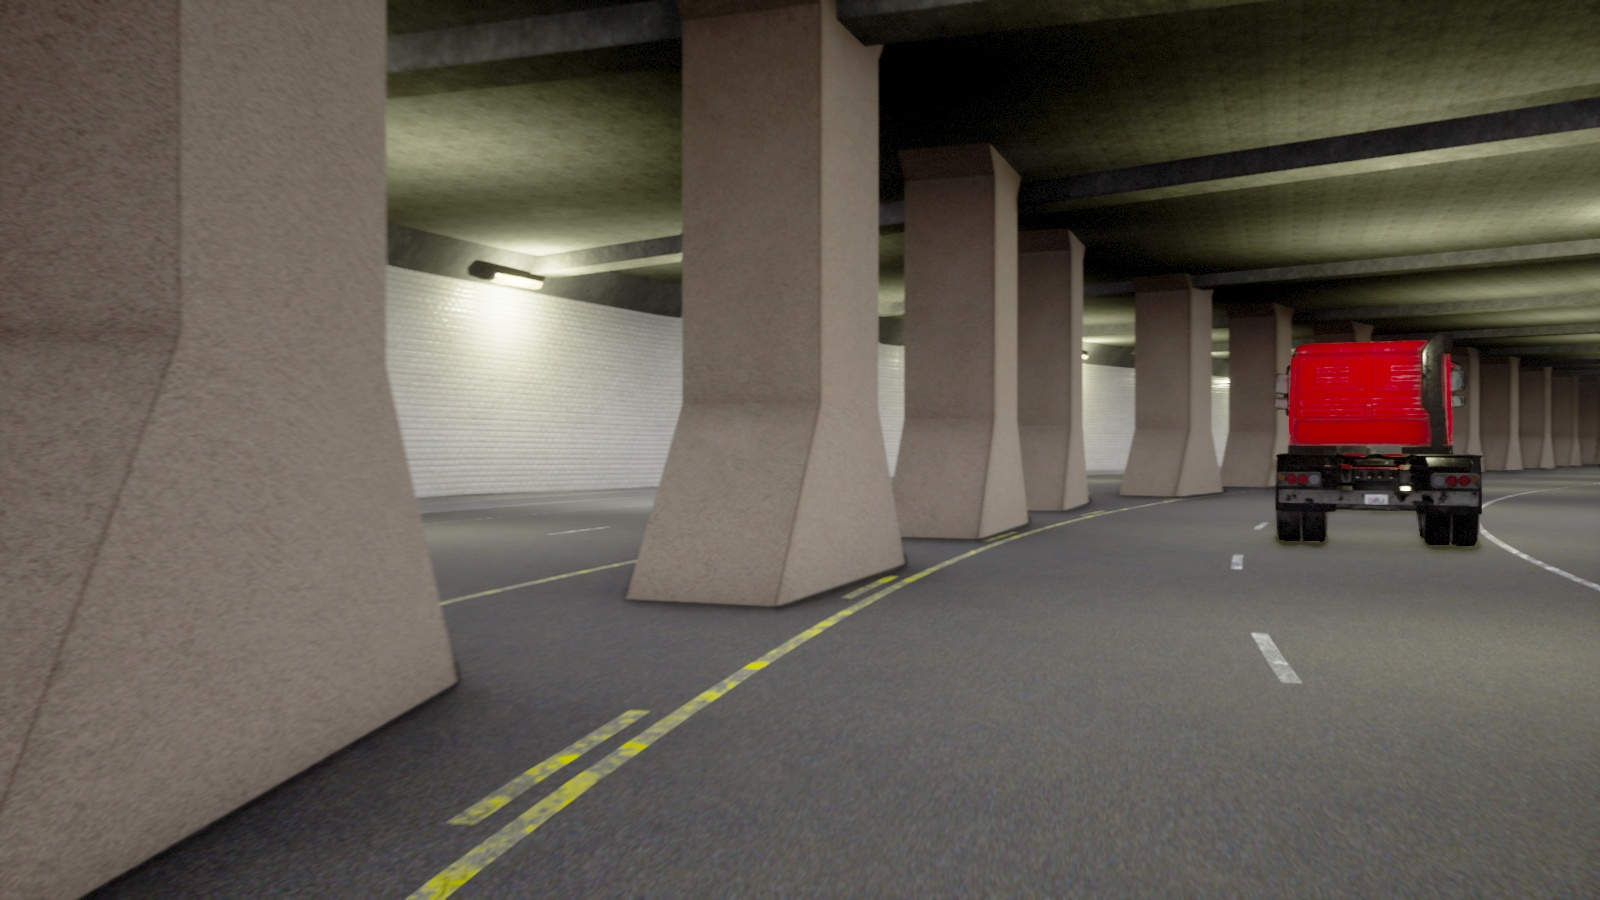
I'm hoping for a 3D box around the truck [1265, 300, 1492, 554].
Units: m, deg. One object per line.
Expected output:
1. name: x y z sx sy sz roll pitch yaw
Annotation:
1. truck: 9.688 -0.336 21.380 2.891 3.462 7.936 0 0 23
